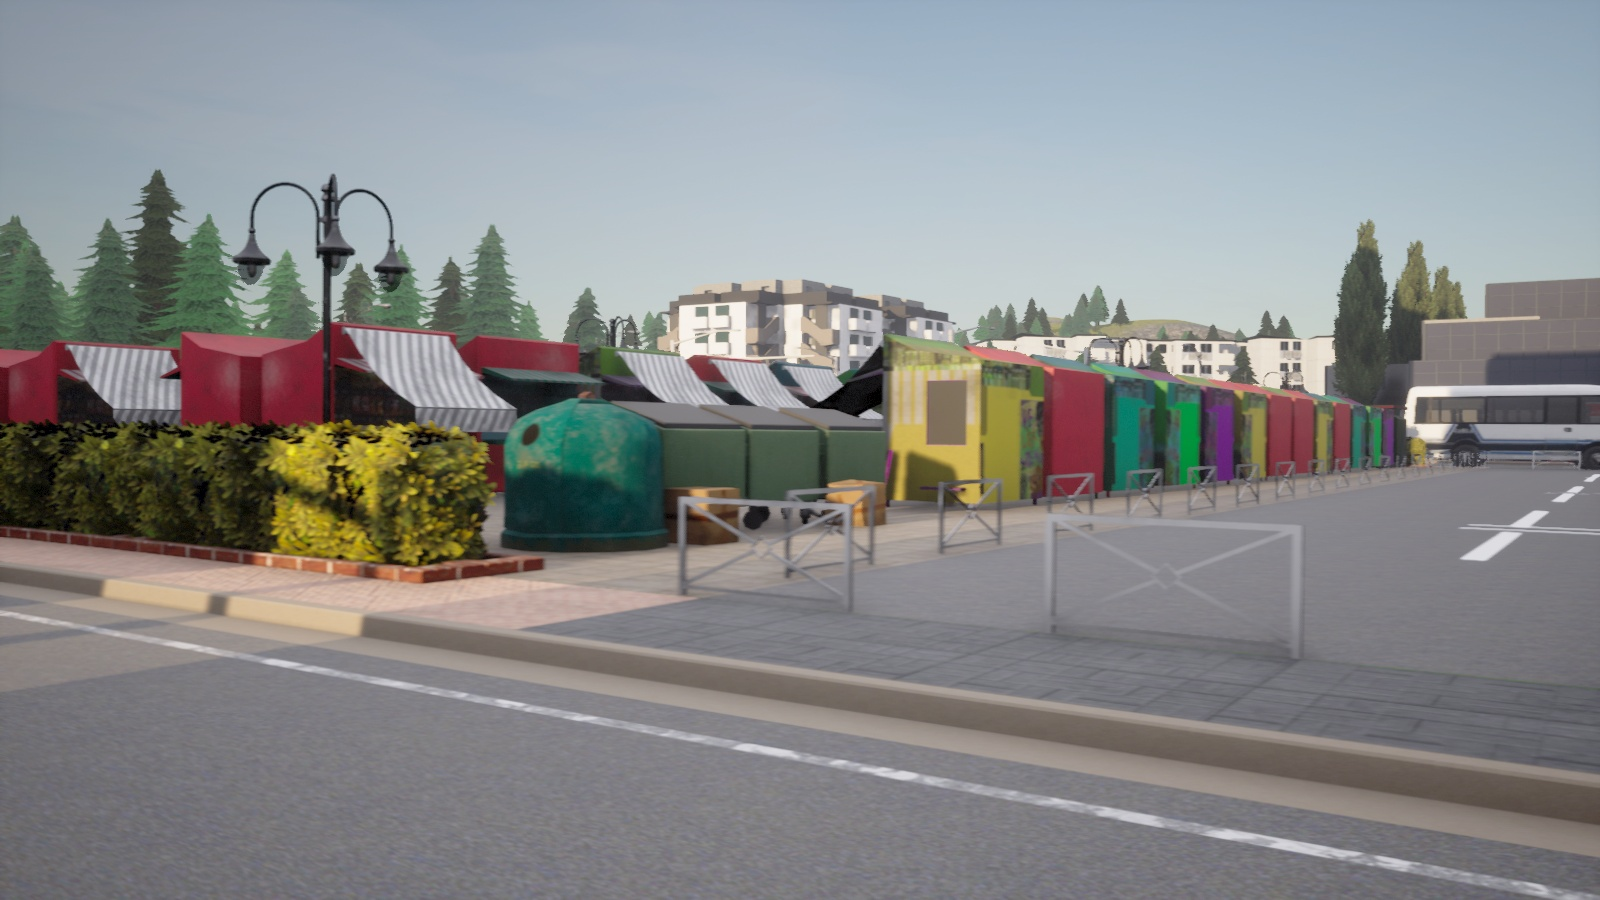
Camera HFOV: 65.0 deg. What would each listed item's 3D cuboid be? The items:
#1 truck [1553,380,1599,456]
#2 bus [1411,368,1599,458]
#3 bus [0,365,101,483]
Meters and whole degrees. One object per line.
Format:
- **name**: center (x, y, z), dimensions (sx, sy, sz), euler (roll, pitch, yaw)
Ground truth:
- **truck**: center (42.641, -1.620, 62.681), dimensions (8.468, 3.827, 2.891), euler (0, 1, 35)
- **bus**: center (36.522, -1.777, 62.738), dimensions (10.273, 4.253, 3.944), euler (0, 1, 35)
- **bus**: center (-31.342, -0.920, 44.990), dimensions (3.944, 4.253, 10.273), euler (0, 1, 34)
